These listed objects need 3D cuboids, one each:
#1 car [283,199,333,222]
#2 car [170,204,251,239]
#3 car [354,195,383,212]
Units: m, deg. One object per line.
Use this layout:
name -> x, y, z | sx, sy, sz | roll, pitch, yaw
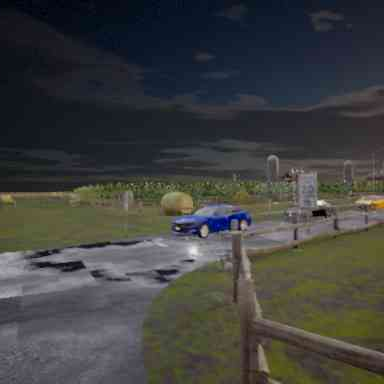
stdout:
car -> 8.565, 1.277, 24.489 | 4.902, 1.511, 2.128 | -1, 0, -43
car -> 1.097, 1.415, 17.457 | 5.008, 1.535, 1.882 | -1, 0, -44
car -> 17.996, 1.071, 33.287 | 5.008, 1.535, 1.882 | -1, 1, -43
